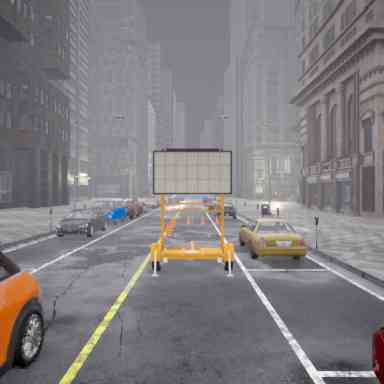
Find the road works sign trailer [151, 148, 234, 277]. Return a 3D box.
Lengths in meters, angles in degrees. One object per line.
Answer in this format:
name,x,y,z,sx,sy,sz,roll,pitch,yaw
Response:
road works sign trailer,0.014,0.466,10.265,2.380,3.560,2.880,0,0,0

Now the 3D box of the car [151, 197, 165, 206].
car,-5.697,1.554,56.453,1.887,1.381,4.507,0,0,0

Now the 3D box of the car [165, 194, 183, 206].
car,-3.010,1.501,54.278,2.128,1.511,4.902,0,0,0

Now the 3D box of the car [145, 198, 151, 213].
car,-5.723,1.550,34.352,1.887,1.381,4.507,0,0,0

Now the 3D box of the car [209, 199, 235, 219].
car,2.813,1.555,28.799,2.008,1.369,4.403,0,0,0

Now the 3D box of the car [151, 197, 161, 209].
car,-5.710,1.533,45.233,1.752,1.417,4.829,0,0,0

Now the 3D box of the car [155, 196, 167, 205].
car,-5.691,1.556,61.979,1.887,1.381,4.507,0,0,0

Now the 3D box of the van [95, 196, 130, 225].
van,-5.735,1.345,23.301,1.690,1.788,3.998,0,0,0

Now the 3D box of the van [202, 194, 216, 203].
van,2.848,1.349,50.899,1.690,1.788,3.998,0,0,0

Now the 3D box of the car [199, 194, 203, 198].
car,2.864,1.556,61.949,1.887,1.381,4.507,0,0,0

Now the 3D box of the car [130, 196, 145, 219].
car,-5.729,1.319,28.826,2.192,1.841,5.009,0,0,0

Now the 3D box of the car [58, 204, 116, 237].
car,-5.742,1.553,17.775,2.008,1.369,4.403,0,0,0

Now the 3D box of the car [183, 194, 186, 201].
car,-2.892,1.533,78.270,1.837,1.490,4.892,0,0,0

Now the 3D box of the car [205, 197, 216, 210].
car,2.830,1.588,39.849,1.802,1.307,4.206,0,0,0

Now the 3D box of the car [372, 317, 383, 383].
car,2.771,1.315,1.175,2.192,1.841,5.009,0,0,0

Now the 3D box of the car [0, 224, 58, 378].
car,-3.096,1.353,2.697,2.097,1.767,4.553,0,0,0

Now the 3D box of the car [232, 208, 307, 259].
car,2.788,1.527,12.394,1.752,1.417,4.829,0,0,0
